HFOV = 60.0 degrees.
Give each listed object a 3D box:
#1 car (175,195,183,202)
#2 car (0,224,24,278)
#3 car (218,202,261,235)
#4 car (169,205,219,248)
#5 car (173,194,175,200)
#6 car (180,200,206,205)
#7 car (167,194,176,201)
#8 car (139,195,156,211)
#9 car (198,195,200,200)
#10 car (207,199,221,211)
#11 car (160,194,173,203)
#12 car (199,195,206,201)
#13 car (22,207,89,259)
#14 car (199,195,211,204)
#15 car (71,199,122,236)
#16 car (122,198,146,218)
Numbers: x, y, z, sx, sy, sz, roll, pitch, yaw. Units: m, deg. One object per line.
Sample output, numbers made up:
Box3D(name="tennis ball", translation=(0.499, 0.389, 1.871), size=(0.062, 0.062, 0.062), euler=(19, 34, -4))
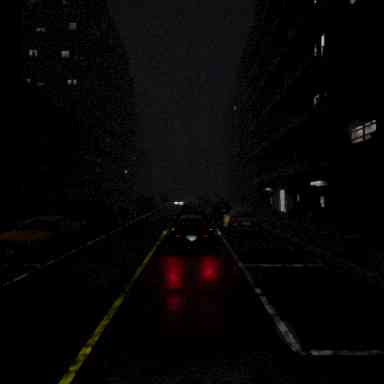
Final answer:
Box3D(name="car", translation=(-3.000, 1.511, 76.824), size=(2.128, 1.511, 4.902), euler=(0, 0, 0))
Box3D(name="car", translation=(-5.676, 1.581, 7.159), size=(1.802, 1.307, 4.206), euler=(1, 0, 0))
Box3D(name="car", translation=(2.705, 1.530, 18.759), size=(1.752, 1.417, 4.829), euler=(1, 0, 0))
Box3D(name="car", translation=(-0.001, 1.536, 14.652), size=(1.812, 1.442, 4.674), euler=(0, 0, 0))
Box3D(name="car", translation=(-5.671, 1.356, 75.375), size=(2.192, 1.841, 5.009), euler=(1, 0, 0))
Box3D(name="car", translation=(-0.001, 1.628, 29.686), size=(1.895, 1.301, 4.718), euler=(0, 0, 0))
Box3D(name="car", translation=(-5.672, 1.372, 92.428), size=(2.192, 1.841, 5.009), euler=(1, 0, 0))
Box3D(name="car", translation=(-5.671, 1.332, 41.267), size=(2.192, 1.841, 5.009), euler=(1, 0, 0))
Box3D(name="car", translation=(2.703, 1.612, 81.119), size=(1.947, 1.339, 4.313), euler=(1, 0, 0))
Box3D(name="car", translation=(2.704, 1.577, 29.958), size=(1.947, 1.339, 4.313), euler=(1, 0, 0))
Box3D(name="car", translation=(-5.677, 1.602, 69.691), size=(1.947, 1.339, 4.313), euler=(1, 0, 0))
Box3D(name="car", translation=(2.704, 1.577, 86.974), size=(1.752, 1.417, 4.829), euler=(1, 0, 0))
Box3D(name="car", translation=(-5.675, 1.527, 12.674), size=(1.752, 1.417, 4.829), euler=(1, 0, 0))
Box3D(name="car", translation=(2.704, 1.554, 58.551), size=(1.752, 1.417, 4.829), euler=(1, 0, 0))
Box3D(name="car", translation=(-5.671, 1.319, 18.529), size=(2.192, 1.841, 5.009), euler=(1, 0, 0))
Box3D(name="car", translation=(-5.676, 1.561, 29.898), size=(2.008, 1.369, 4.403), euler=(1, 0, 0))
